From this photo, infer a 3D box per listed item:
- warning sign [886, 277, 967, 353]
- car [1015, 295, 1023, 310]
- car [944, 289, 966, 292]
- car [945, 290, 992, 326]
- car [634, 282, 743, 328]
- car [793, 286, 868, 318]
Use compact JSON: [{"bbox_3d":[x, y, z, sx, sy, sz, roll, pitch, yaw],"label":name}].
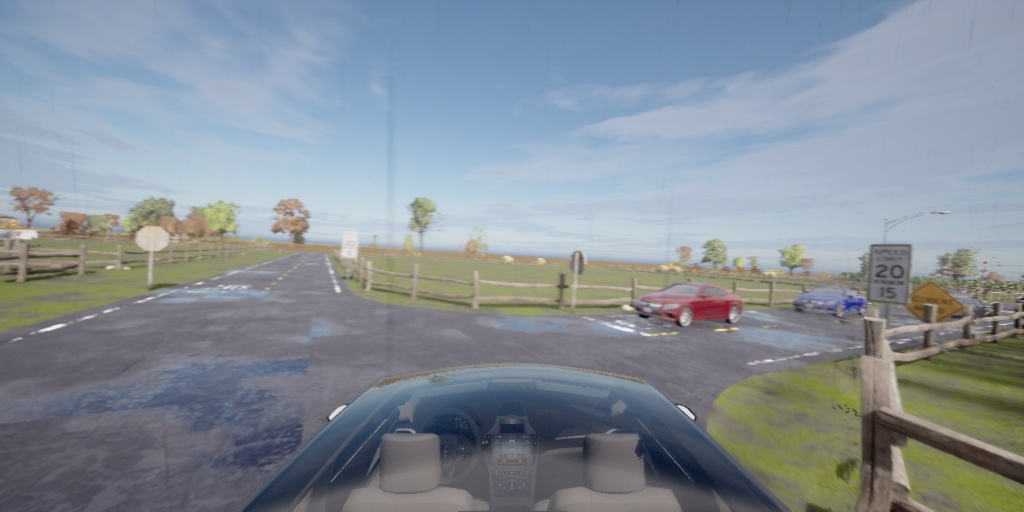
[{"bbox_3d":[11.731,1.632,10.121,1.060,1.860,1.300,0,0,-28],"label":"warning sign"},{"bbox_3d":[44.619,4.031,30.437,4.902,1.511,2.128,4,0,-28],"label":"car"},{"bbox_3d":[34.569,3.395,28.312,4.902,1.511,2.128,4,0,-28],"label":"car"},{"bbox_3d":[23.493,2.779,19.086,5.357,1.411,2.033,4,0,-28],"label":"car"},{"bbox_3d":[6.665,1.704,13.355,4.674,1.442,1.812,4,0,-29],"label":"car"},{"bbox_3d":[16.816,2.330,18.843,4.674,1.442,1.812,4,0,-28],"label":"car"}]
